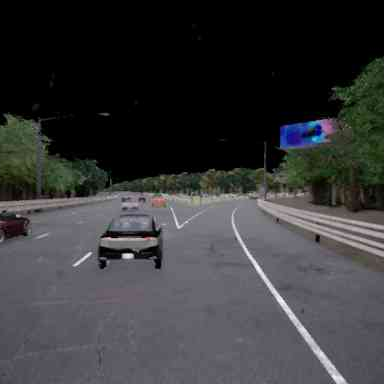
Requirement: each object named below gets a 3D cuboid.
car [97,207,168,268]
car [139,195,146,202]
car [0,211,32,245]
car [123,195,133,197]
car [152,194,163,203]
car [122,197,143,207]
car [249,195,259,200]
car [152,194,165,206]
[{"bbox_3d":[-1.881,1.487,11.241,2.128,1.511,4.902,0,0,-4],"label":"car"},{"bbox_3d":[-11.648,1.664,77.524,1.837,1.490,4.892,0,0,-8],"label":"car"},{"bbox_3d":[-9.117,1.540,15.447,1.994,1.385,4.181,0,0,-4],"label":"car"},{"bbox_3d":[-15.069,1.632,76.712,1.882,1.535,5.008,0,0,-8],"label":"car"},{"bbox_3d":[-8.001,1.390,76.642,2.150,2.045,5.566,0,0,-8],"label":"car"},{"bbox_3d":[-7.694,1.616,42.480,1.895,1.301,4.718,0,0,-5],"label":"car"},{"bbox_3d":[16.678,1.415,88.971,1.895,1.301,4.718,0,0,25],"label":"car"},{"bbox_3d":[-5.464,1.415,54.789,2.097,1.767,4.553,0,0,-6],"label":"car"}]
